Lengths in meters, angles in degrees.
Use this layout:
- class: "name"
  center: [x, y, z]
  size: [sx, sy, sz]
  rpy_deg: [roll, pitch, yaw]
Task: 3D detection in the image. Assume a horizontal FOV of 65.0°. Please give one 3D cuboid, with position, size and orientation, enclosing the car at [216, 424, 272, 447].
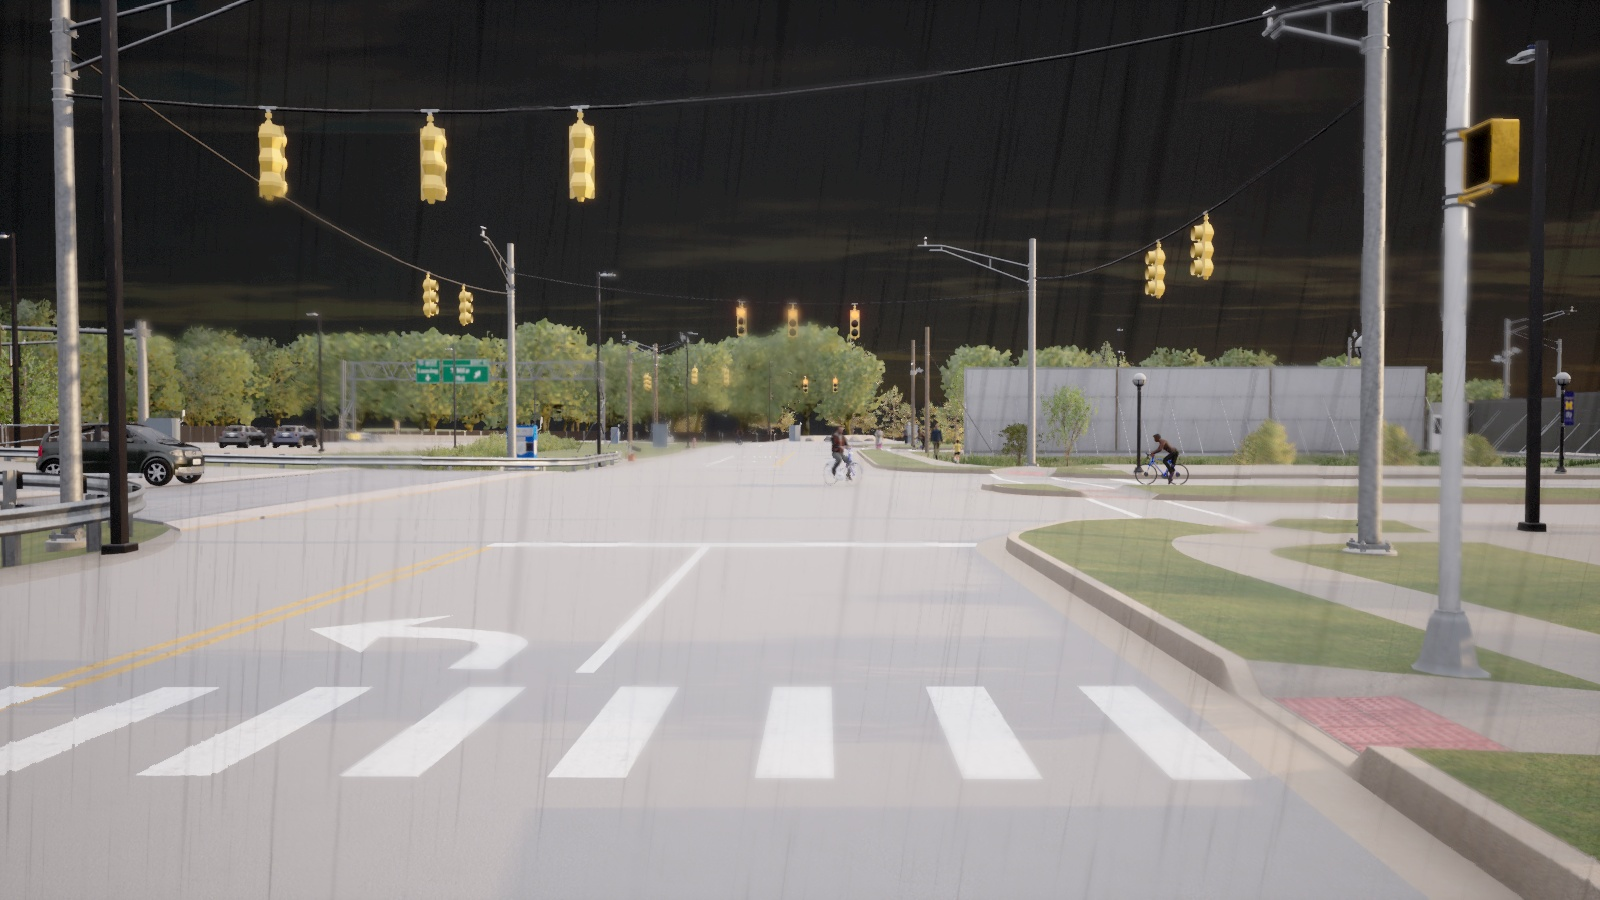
- class: "car"
  center: [-36.934, -0.964, 83.561]
  size: [1.970, 1.475, 3.806]
  rpy_deg: [0, 1, 1]

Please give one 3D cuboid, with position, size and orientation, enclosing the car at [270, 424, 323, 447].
- class: "car"
  center: [-33.434, -0.961, 83.536]
  size: [1.970, 1.475, 3.806]
  rpy_deg: [0, 1, 1]

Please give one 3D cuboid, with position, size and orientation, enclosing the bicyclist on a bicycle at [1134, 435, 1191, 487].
- class: "bicyclist on a bicycle"
  center: [11.428, 0.330, 39.639]
  size: [1.656, 1.620, 0.582]
  rpy_deg: [1, 1, 11]

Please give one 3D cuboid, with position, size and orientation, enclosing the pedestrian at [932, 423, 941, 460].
- class: "pedestrian"
  center: [6.868, -0.430, 63.055]
  size: [0.402, 1.842, 0.726]
  rpy_deg: [0, 2, 3]

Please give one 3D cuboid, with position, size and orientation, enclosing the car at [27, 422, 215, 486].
- class: "car"
  center: [-16.831, 0.080, 31.250]
  size: [3.705, 1.549, 1.789]
  rpy_deg: [0, 1, 1]

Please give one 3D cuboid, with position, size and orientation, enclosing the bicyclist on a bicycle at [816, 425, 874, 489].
- class: "bicyclist on a bicycle"
  center: [1.285, 0.184, 36.093]
  size: [0.659, 1.776, 1.843]
  rpy_deg: [1, 0, -36]
